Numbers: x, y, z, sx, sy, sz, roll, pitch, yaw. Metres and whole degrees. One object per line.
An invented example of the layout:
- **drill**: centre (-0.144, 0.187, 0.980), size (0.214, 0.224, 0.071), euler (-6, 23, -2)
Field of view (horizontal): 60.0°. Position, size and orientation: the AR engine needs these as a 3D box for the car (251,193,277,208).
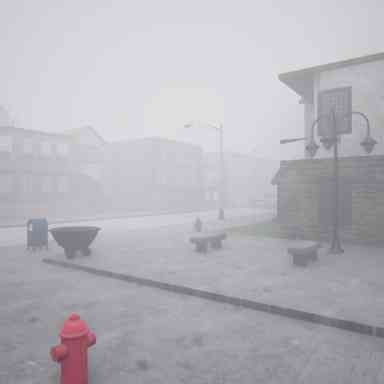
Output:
- **car**: centre (10.719, 1.224, 48.940), size (2.150, 2.045, 5.566), euler (0, 0, 36)
